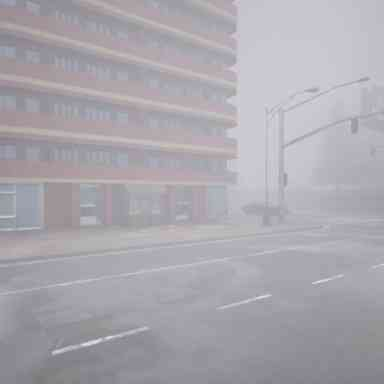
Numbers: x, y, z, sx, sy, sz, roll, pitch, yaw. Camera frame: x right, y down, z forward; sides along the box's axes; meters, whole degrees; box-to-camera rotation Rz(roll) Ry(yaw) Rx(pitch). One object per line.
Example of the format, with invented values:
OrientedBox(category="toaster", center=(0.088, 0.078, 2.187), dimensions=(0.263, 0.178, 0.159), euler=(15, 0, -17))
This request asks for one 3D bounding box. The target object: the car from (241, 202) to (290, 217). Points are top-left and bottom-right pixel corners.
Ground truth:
OrientedBox(category="car", center=(6.999, 1.601, 31.826), dimensions=(1.895, 1.301, 4.718), euler=(0, 0, -36))

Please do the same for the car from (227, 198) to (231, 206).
OrientedBox(category="car", center=(4.209, 1.491, 53.830), dimensions=(2.128, 1.511, 4.902), euler=(0, 0, -36))
